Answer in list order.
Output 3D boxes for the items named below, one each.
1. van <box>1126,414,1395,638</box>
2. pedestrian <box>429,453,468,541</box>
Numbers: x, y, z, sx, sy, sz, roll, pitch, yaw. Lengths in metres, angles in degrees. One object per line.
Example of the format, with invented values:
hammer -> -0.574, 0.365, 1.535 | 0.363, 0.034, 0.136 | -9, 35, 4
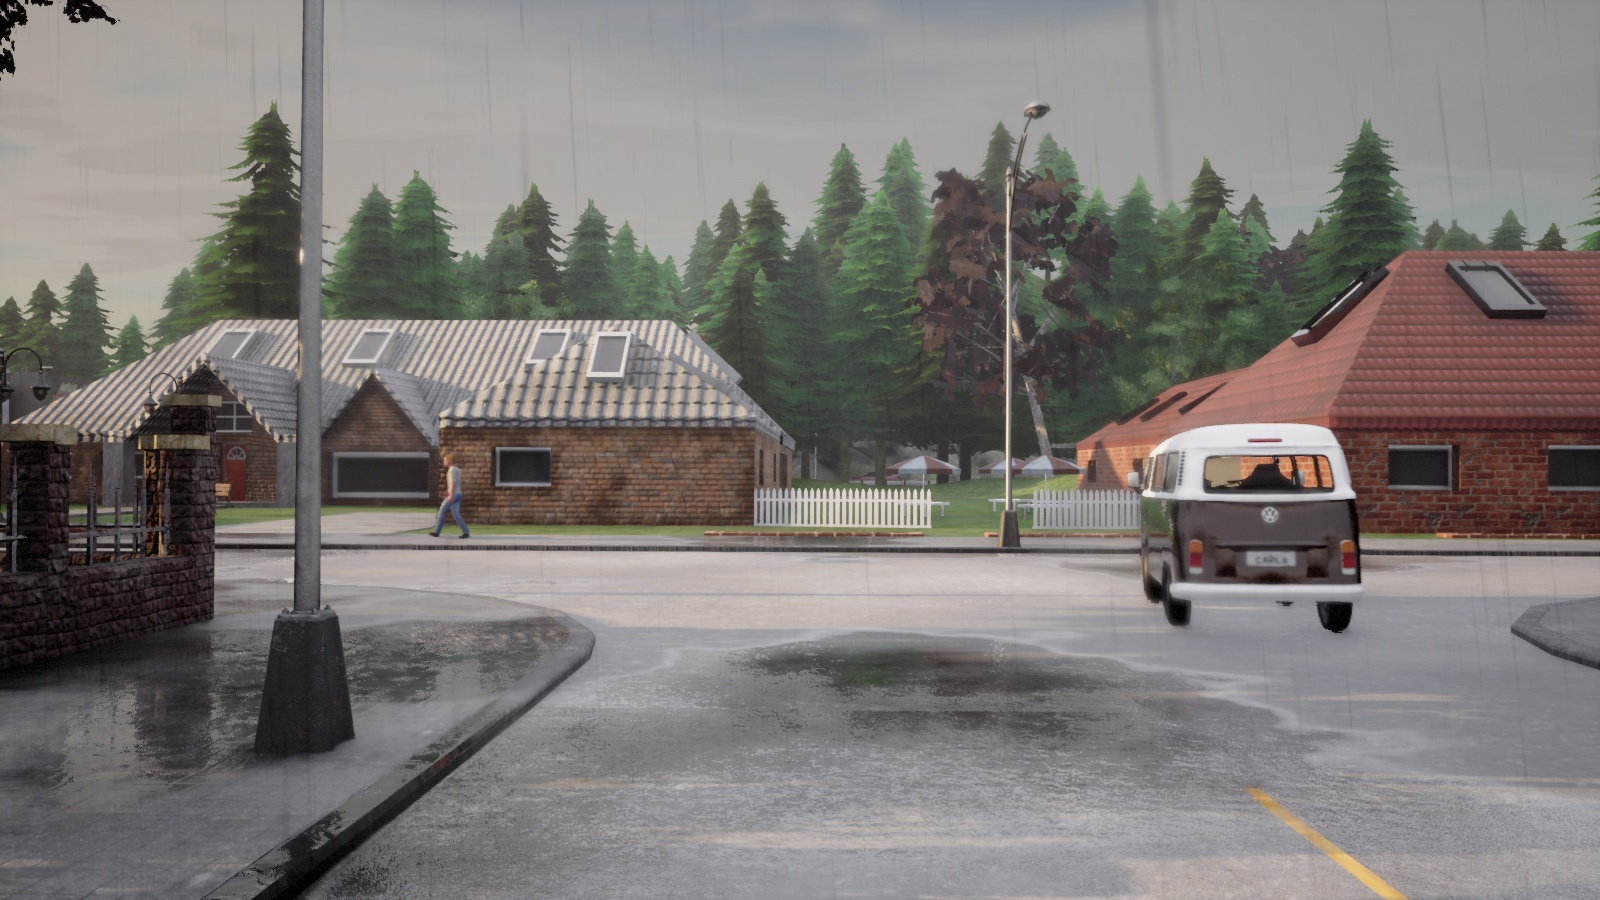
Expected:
van -> 4.816, 0.751, 13.847 | 2.069, 2.038, 4.480 | -1, -1, 11
pedestrian -> -7.383, 0.991, 26.373 | 0.706, 1.836, 0.354 | 0, -1, 1
